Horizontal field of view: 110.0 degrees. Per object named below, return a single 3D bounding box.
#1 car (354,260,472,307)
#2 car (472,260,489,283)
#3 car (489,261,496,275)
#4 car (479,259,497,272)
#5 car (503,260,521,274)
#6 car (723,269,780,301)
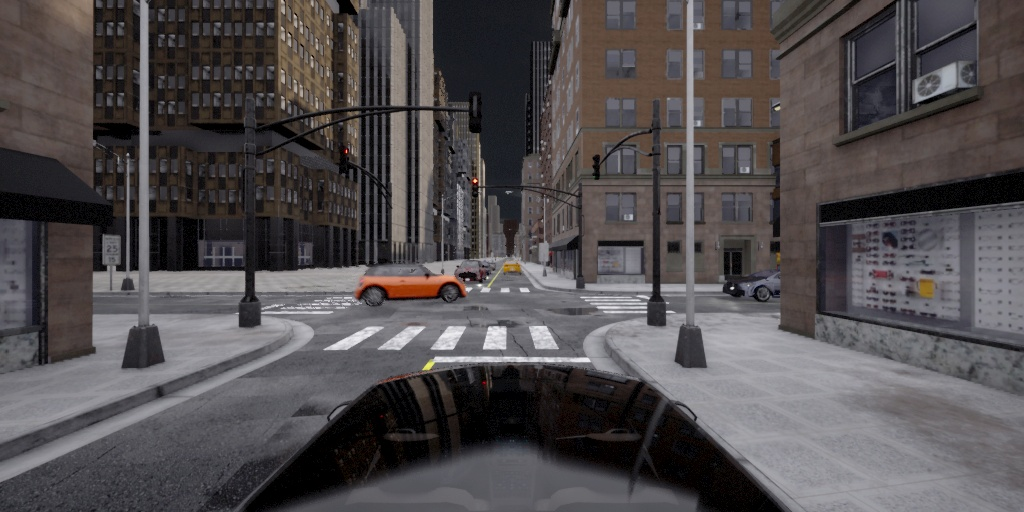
[{"bbox_3d":[-4.327,1.103,15.471,4.553,1.767,2.097,0,0,-25],"label":"car"},{"bbox_3d":[-3.159,1.102,27.804,2.097,1.767,4.553,0,0,0],"label":"car"},{"bbox_3d":[-3.176,1.298,38.063,2.033,1.411,5.357,0,0,0],"label":"car"},{"bbox_3d":[-3.190,1.241,48.481,2.128,1.511,4.902,0,0,0],"label":"car"},{"bbox_3d":[0.022,1.228,40.688,1.882,1.535,5.008,0,0,0],"label":"car"},{"bbox_3d":[12.219,1.313,16.675,4.181,1.385,1.994,0,0,-1],"label":"car"}]
